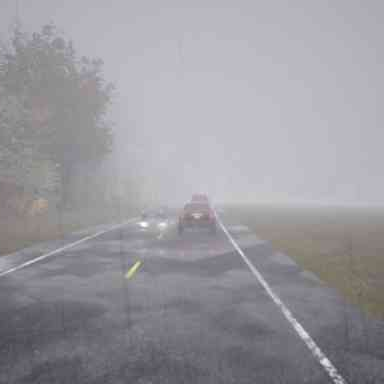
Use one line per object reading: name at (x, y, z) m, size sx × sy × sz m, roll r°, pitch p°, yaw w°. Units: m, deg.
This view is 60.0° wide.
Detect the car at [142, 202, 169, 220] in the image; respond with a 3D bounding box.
car at (-3.041, 1.560, 28.240) m, size 1.812 × 1.442 × 4.674 m, roll 0°, pitch 0°, yaw 2°

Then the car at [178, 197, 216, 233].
car at (0.320, 1.365, 20.059) m, size 2.097 × 1.767 × 4.553 m, roll 0°, pitch 0°, yaw 1°

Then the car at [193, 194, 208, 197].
car at (0.996, 1.278, 39.615) m, size 2.150 × 2.045 × 5.566 m, roll 0°, pitch 0°, yaw 3°
